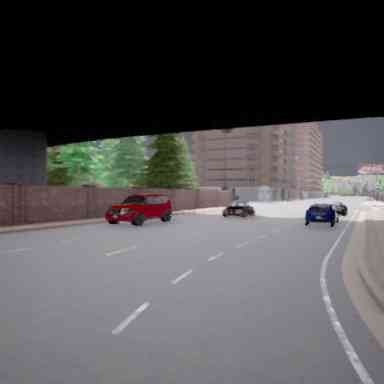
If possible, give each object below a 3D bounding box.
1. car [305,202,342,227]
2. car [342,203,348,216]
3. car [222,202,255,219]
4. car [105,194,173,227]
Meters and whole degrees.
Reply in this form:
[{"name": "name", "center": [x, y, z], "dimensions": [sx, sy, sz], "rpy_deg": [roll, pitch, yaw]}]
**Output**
[{"name": "car", "center": [9.508, 1.581, 24.252], "dimensions": [1.882, 1.535, 5.008], "rpy_deg": [1, -1, 28]}, {"name": "car", "center": [15.289, 1.732, 35.269], "dimensions": [1.994, 1.385, 4.181], "rpy_deg": [1, 0, 28]}, {"name": "car", "center": [4.197, 1.593, 29.620], "dimensions": [1.994, 1.385, 4.181], "rpy_deg": [1, 0, 28]}, {"name": "car", "center": [-3.399, 1.157, 22.706], "dimensions": [2.150, 2.045, 5.566], "rpy_deg": [1, 0, 28]}]
